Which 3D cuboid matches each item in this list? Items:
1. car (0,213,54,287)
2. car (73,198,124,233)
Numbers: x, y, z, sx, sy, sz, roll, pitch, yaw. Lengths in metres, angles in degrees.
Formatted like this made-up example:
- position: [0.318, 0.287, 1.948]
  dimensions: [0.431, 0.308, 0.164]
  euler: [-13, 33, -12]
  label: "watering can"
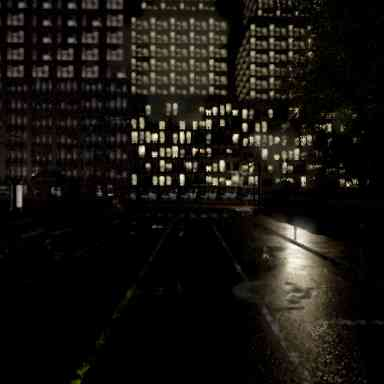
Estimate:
- position: [-5.312, 1.431, 8.753]
  dimensions: [1.967, 1.590, 4.097]
  euler: [0, 0, 0]
  label: "car"
- position: [-5.382, 1.293, 19.839]
  dimensions: [2.192, 1.841, 5.009]
  euler: [0, 0, 0]
  label: "car"
